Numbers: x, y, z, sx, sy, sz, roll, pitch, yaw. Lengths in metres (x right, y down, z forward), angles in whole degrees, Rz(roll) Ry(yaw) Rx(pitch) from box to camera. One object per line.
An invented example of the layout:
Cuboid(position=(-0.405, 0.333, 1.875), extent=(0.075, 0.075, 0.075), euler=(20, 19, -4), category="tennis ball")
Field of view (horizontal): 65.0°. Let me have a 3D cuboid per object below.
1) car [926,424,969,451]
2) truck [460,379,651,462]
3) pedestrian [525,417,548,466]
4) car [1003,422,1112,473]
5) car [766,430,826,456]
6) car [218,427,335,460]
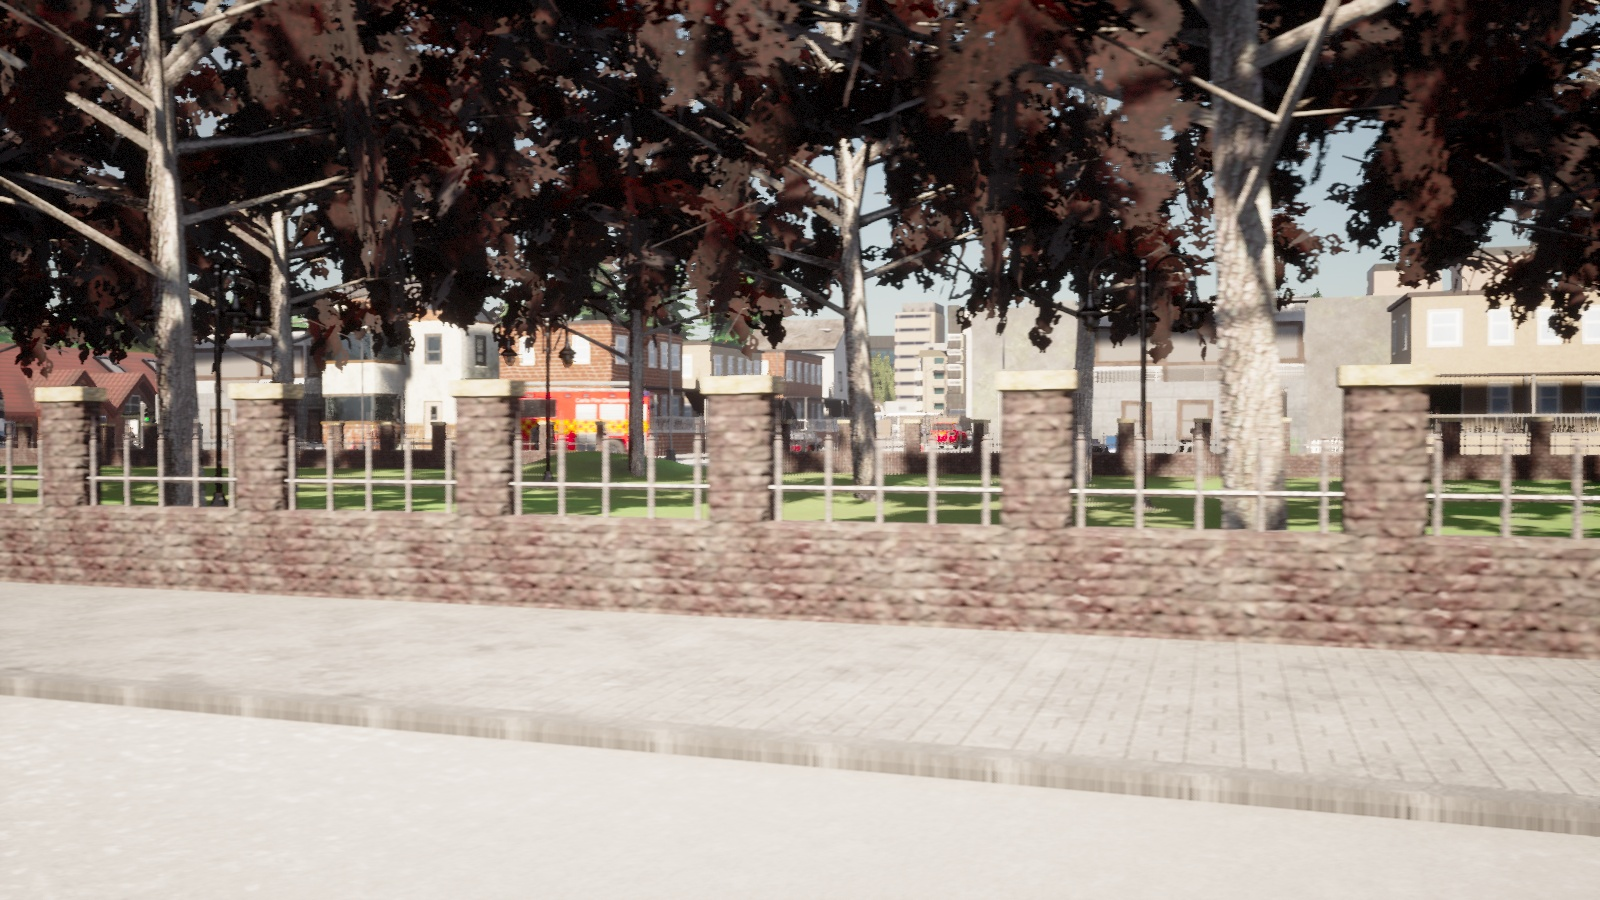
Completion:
Cuboid(position=(11.457, -1.005, 97.301), extent=(2.150, 2.045, 5.566), euler=(1, 1, 19), category="car")
Cuboid(position=(-11.501, -1.388, 59.528), extent=(8.468, 3.827, 2.891), euler=(0, 1, 0), category="truck")
Cuboid(position=(-10.362, -0.338, 49.355), extent=(0.788, 1.949, 0.423), euler=(1, 1, 19), category="pedestrian")
Cuboid(position=(9.888, -0.123, 48.165), extent=(3.866, 1.878, 1.905), euler=(1, 1, 19), category="car")
Cuboid(position=(-0.177, -0.425, 75.455), extent=(2.163, 1.488, 4.792), euler=(1, 1, 19), category="car")
Cuboid(position=(-24.932, -0.344, 59.855), extent=(4.902, 1.511, 2.128), euler=(1, 1, 16), category="car")
